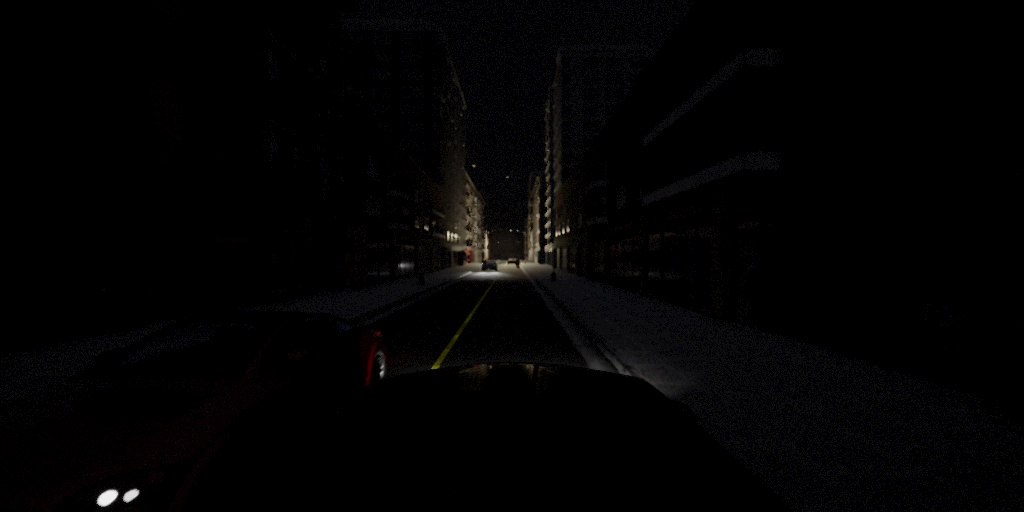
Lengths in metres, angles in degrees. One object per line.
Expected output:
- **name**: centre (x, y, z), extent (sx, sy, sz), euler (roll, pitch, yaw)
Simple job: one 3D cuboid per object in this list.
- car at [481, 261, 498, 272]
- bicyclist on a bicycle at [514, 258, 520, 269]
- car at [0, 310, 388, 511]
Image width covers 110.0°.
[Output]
- **car**: centre (-2.819, 1.266, 45.368), extent (1.895, 1.301, 4.718), euler (0, 0, 0)
- **bicyclist on a bicycle**: centre (0.770, 1.098, 46.445), extent (0.866, 1.612, 1.509), euler (0, 2, 0)
- **car**: centre (-2.849, 1.309, 3.718), extent (1.994, 1.385, 4.181), euler (0, 0, 0)
